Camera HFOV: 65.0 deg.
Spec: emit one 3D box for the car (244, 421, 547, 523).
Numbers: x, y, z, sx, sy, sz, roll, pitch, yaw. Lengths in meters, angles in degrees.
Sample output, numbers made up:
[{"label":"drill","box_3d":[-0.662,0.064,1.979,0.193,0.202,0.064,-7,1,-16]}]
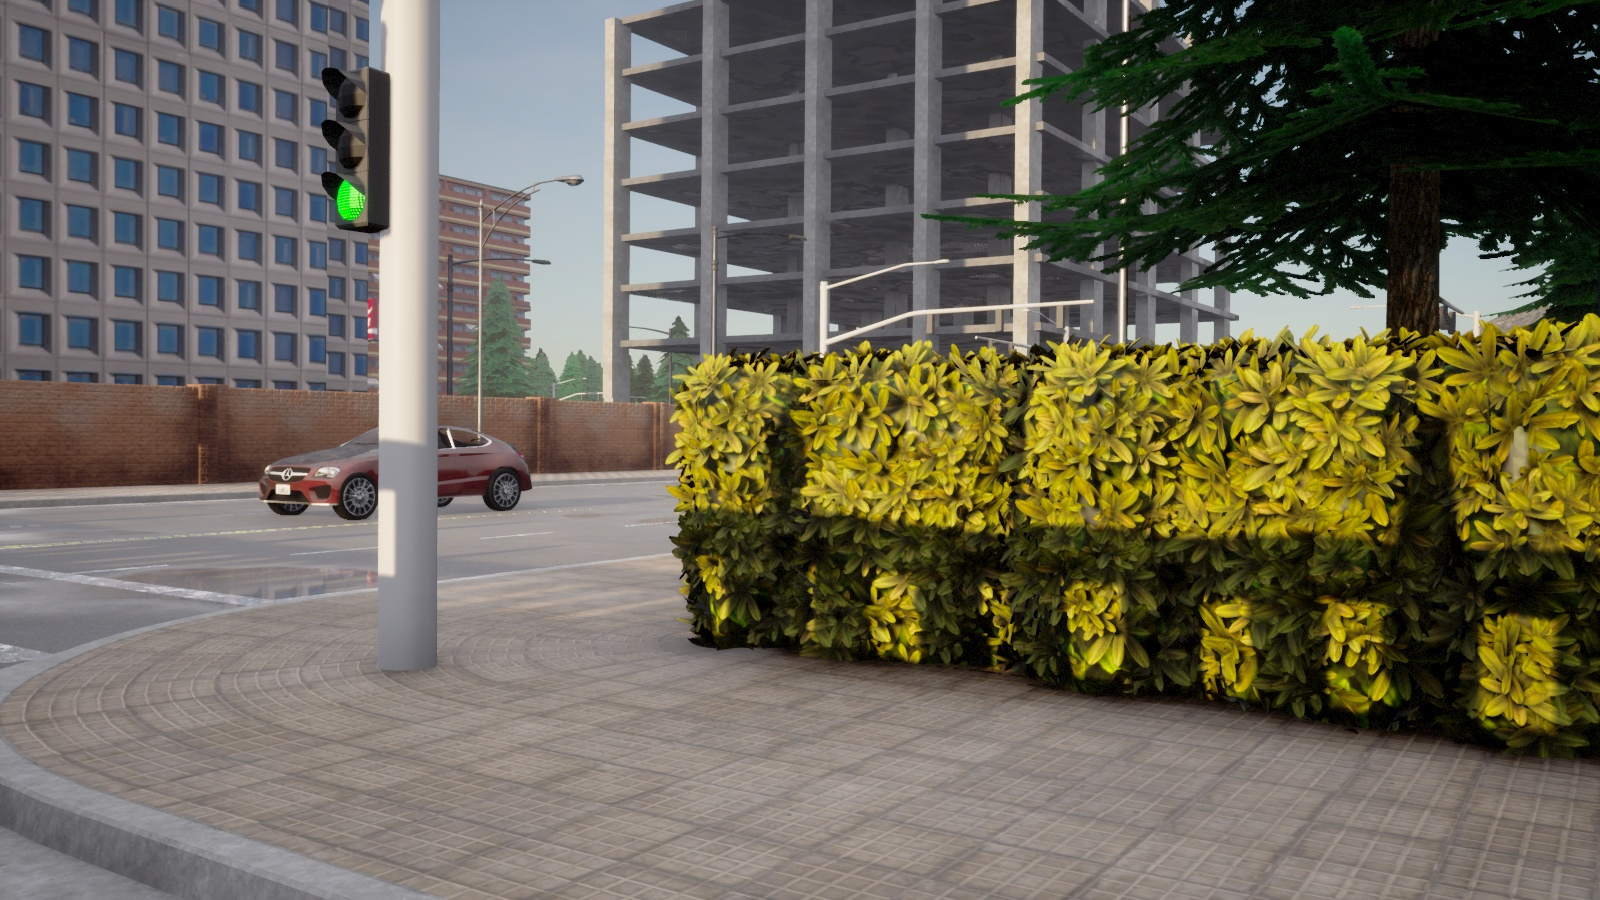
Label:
[{"label":"car","box_3d":[-7.249,0.315,23.070,2.152,1.651,5.027,0,1,33]}]
